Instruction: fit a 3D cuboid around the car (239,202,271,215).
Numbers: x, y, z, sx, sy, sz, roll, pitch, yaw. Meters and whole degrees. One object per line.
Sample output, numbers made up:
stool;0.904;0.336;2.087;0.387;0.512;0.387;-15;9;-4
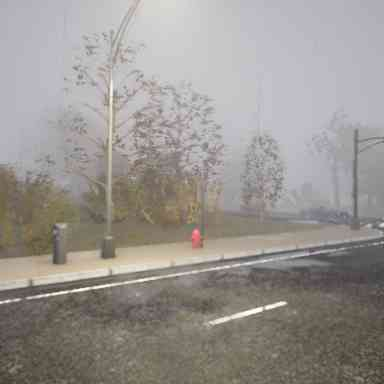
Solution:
car;7.909;2.050;41.967;2.128;1.511;4.902;1;-1;-26

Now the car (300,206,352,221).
car;12.795;2.028;32.005;1.895;1.301;4.718;1;-1;-27
